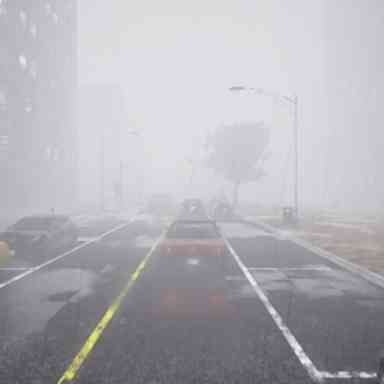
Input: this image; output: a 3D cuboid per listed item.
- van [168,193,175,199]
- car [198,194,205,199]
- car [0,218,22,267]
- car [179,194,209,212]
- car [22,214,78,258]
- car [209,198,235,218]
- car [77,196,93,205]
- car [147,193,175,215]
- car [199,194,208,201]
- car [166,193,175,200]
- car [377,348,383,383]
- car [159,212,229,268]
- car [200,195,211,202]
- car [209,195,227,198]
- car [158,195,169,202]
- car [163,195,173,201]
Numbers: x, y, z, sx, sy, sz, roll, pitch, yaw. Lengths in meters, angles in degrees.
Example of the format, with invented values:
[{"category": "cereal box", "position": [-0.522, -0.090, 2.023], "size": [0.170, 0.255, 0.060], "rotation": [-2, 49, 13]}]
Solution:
[{"category": "van", "position": [-5.712, 1.074, 94.694], "size": [1.690, 1.788, 3.998], "rotation": [0, 0, 0]}, {"category": "car", "position": [2.669, 1.315, 94.696], "size": [1.802, 1.307, 4.206], "rotation": [0, 0, 0]}, {"category": "car", "position": [-5.690, 1.499, 6.859], "size": [1.752, 1.417, 4.829], "rotation": [0, 0, 0]}, {"category": "car", "position": [0.062, 1.258, 26.978], "size": [2.097, 1.767, 4.553], "rotation": [0, 0, 0]}, {"category": "car", "position": [-5.692, 1.519, 12.552], "size": [1.947, 1.339, 4.313], "rotation": [0, 0, 0]}, {"category": "car", "position": [2.685, 1.465, 29.122], "size": [1.947, 1.339, 4.313], "rotation": [0, 0, 0]}, {"category": "car", "position": [-16.437, 1.182, 47.622], "size": [4.403, 1.369, 2.008], "rotation": [1, -1, -1]}, {"category": "car", "position": [-3.074, 1.110, 33.069], "size": [2.150, 2.045, 5.566], "rotation": [0, 0, 0]}, {"category": "car", "position": [2.672, 1.290, 78.268], "size": [1.752, 1.417, 4.829], "rotation": [0, 0, 0]}, {"category": "car", "position": [-5.710, 1.183, 89.162], "size": [1.967, 1.590, 4.097], "rotation": [0, 0, 0]}, {"category": "car", "position": [2.692, 1.560, 1.507], "size": [1.947, 1.339, 4.313], "rotation": [0, 0, 0]}, {"category": "car", "position": [0.060, 1.559, 11.056], "size": [1.895, 1.301, 4.718], "rotation": [0, 0, 0]}, {"category": "car", "position": [2.675, 1.335, 67.033], "size": [1.887, 1.381, 4.507], "rotation": [0, 0, 0]}, {"category": "car", "position": [2.684, 1.196, 34.644], "size": [2.192, 1.841, 5.009], "rotation": [0, 0, 0]}, {"category": "car", "position": [-5.705, 1.341, 67.031], "size": [2.008, 1.369, 4.403], "rotation": [0, 0, 0]}, {"category": "car", "position": [-5.708, 1.316, 78.097], "size": [2.008, 1.369, 4.403], "rotation": [0, 0, 0]}]
